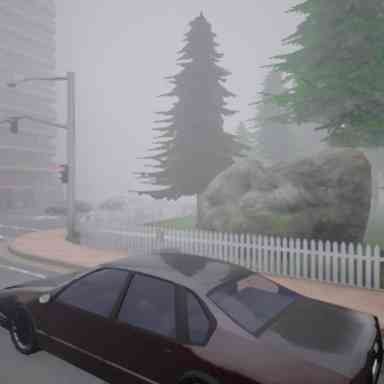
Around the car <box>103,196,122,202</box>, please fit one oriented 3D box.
[{"bbox_3d":[-17.450,1.493,72.917,4.181,1.385,1.994,0,0,44],"label":"car"}]

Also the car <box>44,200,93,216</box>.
[{"bbox_3d":[-11.915,1.490,32.553,2.033,1.411,5.357,0,0,17],"label":"car"}]

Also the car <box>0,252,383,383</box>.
[{"bbox_3d":[-0.478,1.548,4.333,5.357,1.411,2.033,0,0,36],"label":"car"}]

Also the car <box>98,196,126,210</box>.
[{"bbox_3d":[-10.251,1.543,42.045,1.895,1.301,4.718,0,0,3],"label":"car"}]

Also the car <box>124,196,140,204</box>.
[{"bbox_3d":[-11.634,1.467,64.414,1.812,1.442,4.674,0,0,-28],"label":"car"}]

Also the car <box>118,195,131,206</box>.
[{"bbox_3d":[-10.999,1.294,51.831,2.097,1.767,4.553,0,0,-12],"label":"car"}]

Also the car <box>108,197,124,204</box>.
[{"bbox_3d":[-14.028,1.542,61.509,1.895,1.301,4.718,0,0,-25],"label":"car"}]
